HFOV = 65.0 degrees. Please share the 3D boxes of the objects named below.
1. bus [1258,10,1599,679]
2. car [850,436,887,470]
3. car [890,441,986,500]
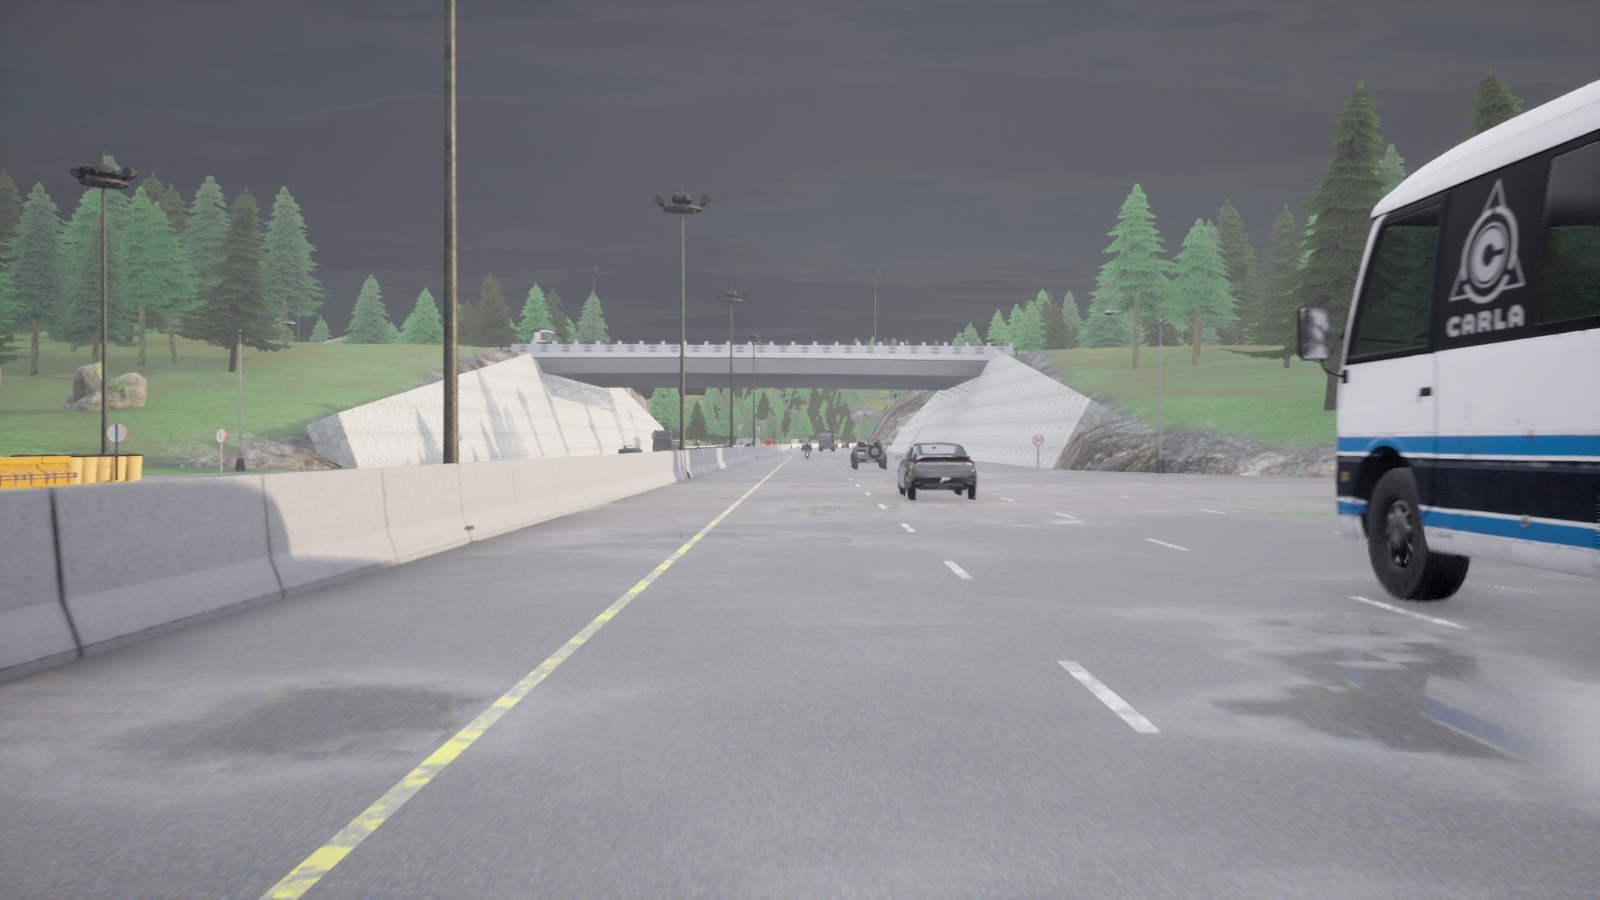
[{"bbox_3d":[7.067,-0.674,8.872,3.944,4.253,10.273,0,0,0],"label":"bus"},{"bbox_3d":[3.927,0.158,72.388,1.932,1.855,4.605,0,0,0],"label":"car"},{"bbox_3d":[3.712,0.510,34.641,2.128,1.511,4.902,0,0,0],"label":"car"}]
